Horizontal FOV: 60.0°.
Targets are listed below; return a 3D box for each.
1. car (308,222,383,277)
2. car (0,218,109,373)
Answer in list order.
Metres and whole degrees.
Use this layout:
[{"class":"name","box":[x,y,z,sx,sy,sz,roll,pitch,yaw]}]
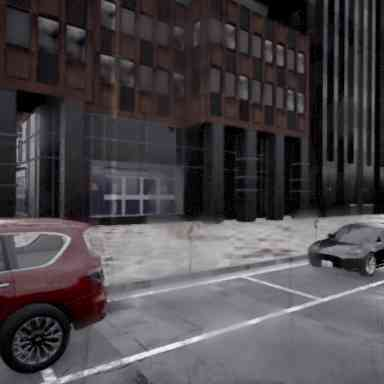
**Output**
[{"class":"car","box":[5.576,1.672,10.639,4.313,1.339,1.947,1,0,-36]},{"class":"car","box":[-3.547,1.309,4.115,5.009,1.841,2.192,1,0,-36]}]
